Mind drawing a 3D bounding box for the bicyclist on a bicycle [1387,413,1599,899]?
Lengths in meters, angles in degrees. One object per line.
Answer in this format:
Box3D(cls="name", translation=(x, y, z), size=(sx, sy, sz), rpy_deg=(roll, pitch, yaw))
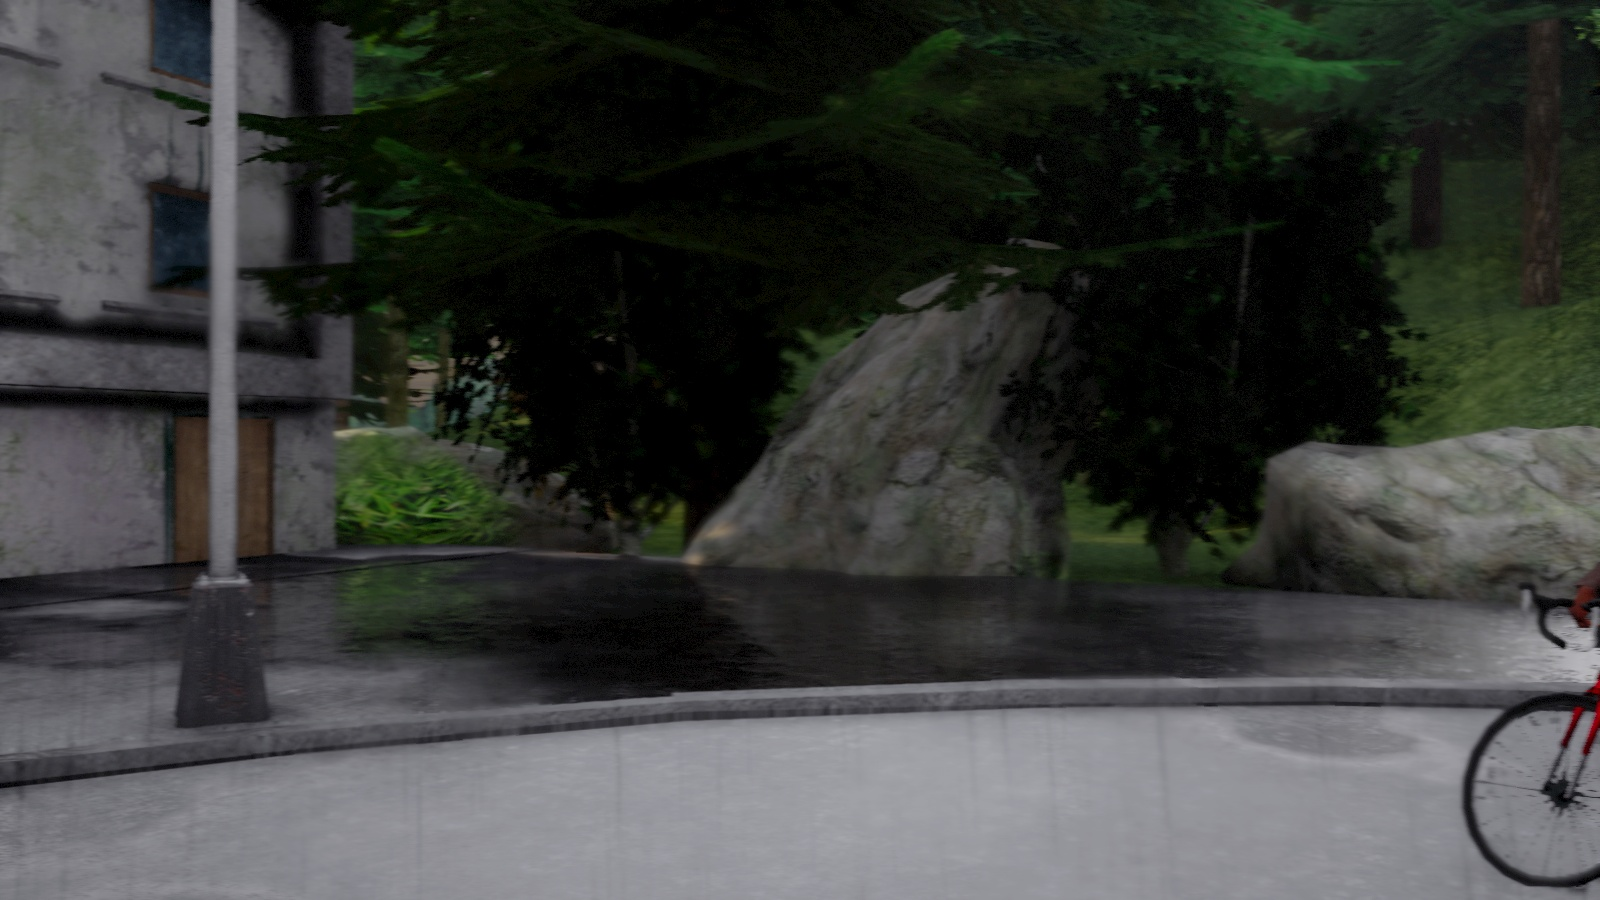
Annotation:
Box3D(cls="bicyclist on a bicycle", translation=(2.960, 0.686, 4.265), size=(1.656, 1.620, 0.582), rpy_deg=(0, 1, -1))
